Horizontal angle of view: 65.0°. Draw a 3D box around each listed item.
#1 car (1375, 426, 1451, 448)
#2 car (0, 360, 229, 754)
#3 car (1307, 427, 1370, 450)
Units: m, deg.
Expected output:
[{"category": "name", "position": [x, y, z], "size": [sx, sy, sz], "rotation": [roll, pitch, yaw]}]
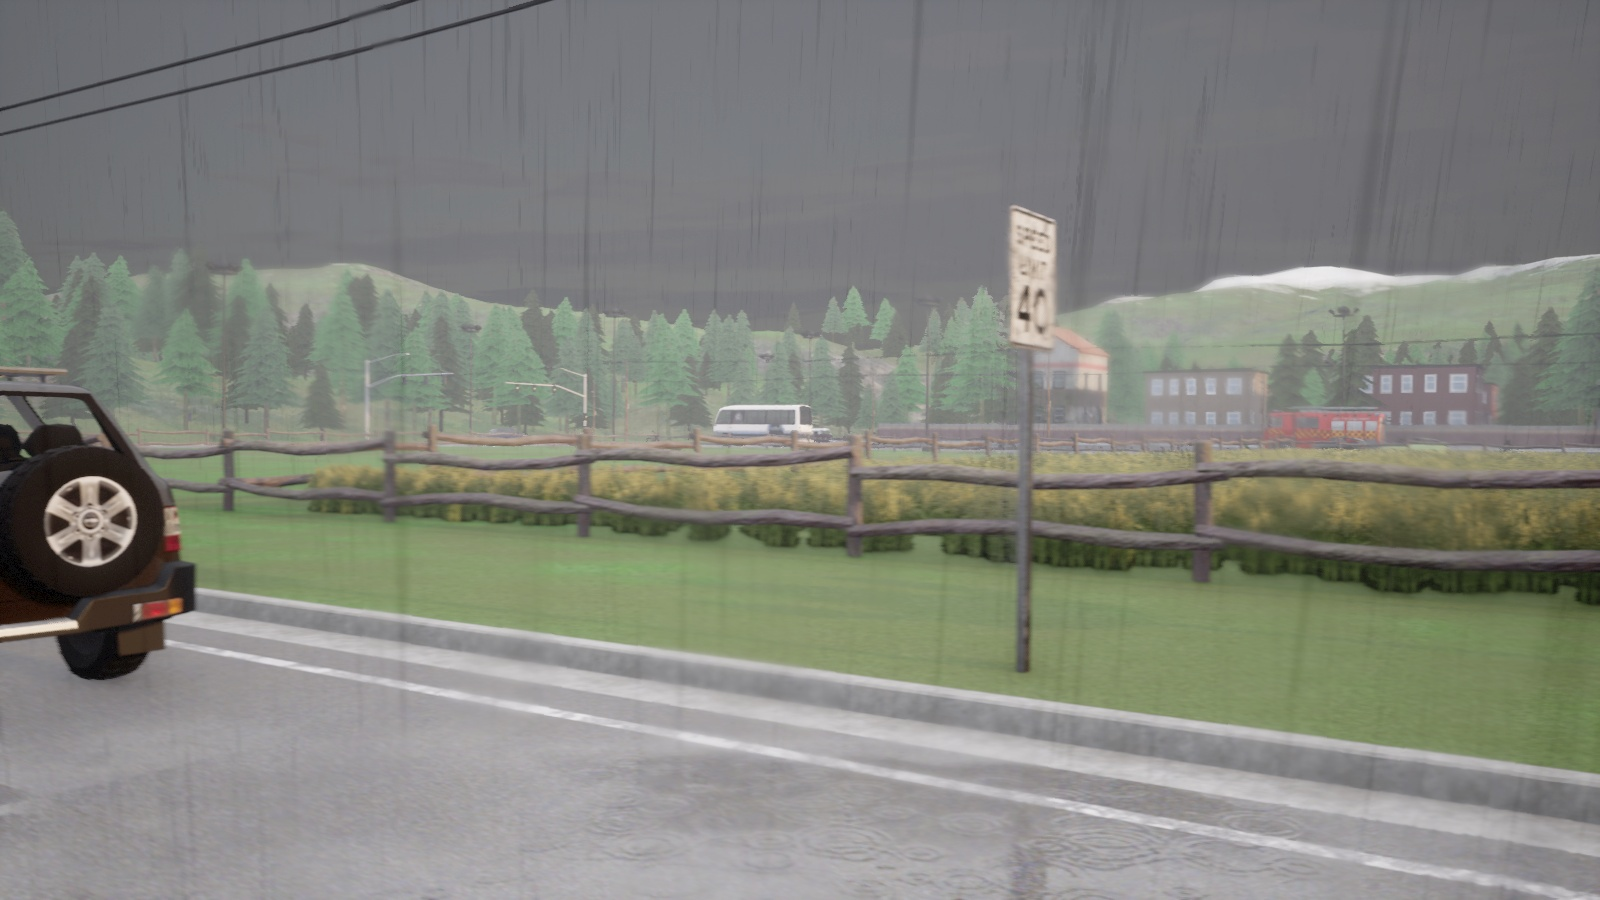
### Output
[{"category": "car", "position": [42.534, -0.898, 87.198], "size": [4.514, 1.525, 2.007], "rotation": [0, 1, 34]}, {"category": "car", "position": [-5.587, 0.498, 7.332], "size": [4.605, 1.855, 1.932], "rotation": [0, 1, 34]}, {"category": "car", "position": [37.144, -0.809, 86.601], "size": [3.705, 1.549, 1.789], "rotation": [0, 1, 34]}]
